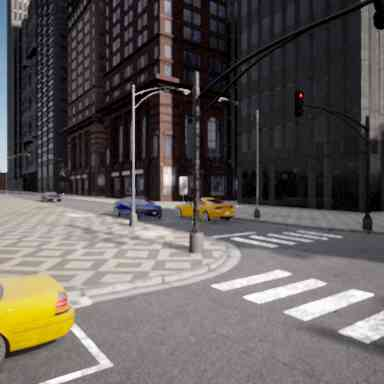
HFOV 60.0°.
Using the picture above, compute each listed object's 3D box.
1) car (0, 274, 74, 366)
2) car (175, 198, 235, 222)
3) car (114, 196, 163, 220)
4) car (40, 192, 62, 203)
[{"bbox_3d":[-3.952,1.528,3.830,4.829,1.417,1.752,0,0,-35],"label":"car"},{"bbox_3d":[0.755,1.132,22.829,1.882,1.535,5.008,0,1,-36],"label":"car"},{"bbox_3d":[-3.921,1.069,23.777,1.882,1.535,5.008,0,1,-36],"label":"car"},{"bbox_3d":[-19.175,0.676,45.099,2.033,1.411,5.357,0,1,-35],"label":"car"}]
